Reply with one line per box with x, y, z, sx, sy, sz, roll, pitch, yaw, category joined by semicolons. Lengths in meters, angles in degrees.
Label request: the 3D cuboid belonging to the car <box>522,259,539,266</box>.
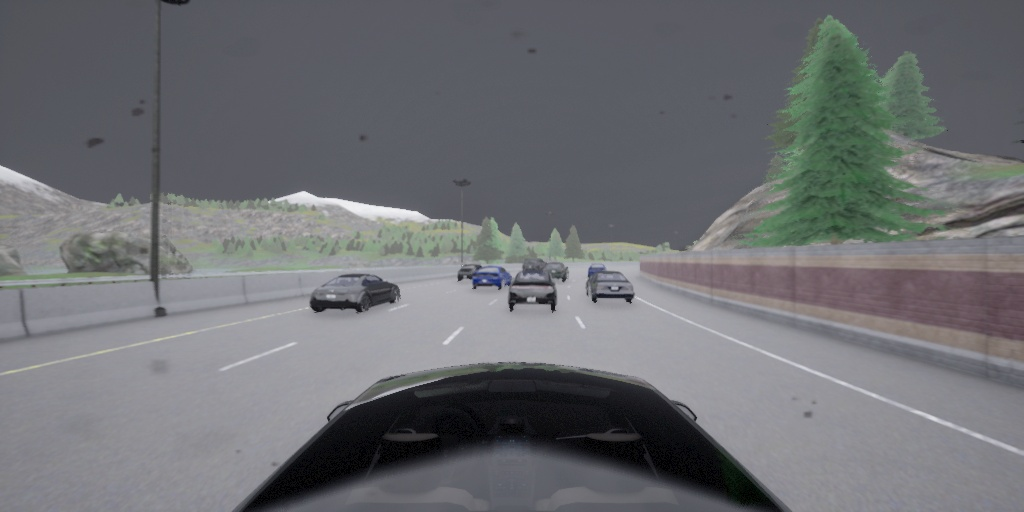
2.697;1.310;41.224;2.150;2.045;5.566;0;0;17;car

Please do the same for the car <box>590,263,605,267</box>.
9.397;1.567;39.208;1.882;1.535;5.008;0;-1;17;car

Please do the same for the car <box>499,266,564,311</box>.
0.931;1.356;15.139;2.128;1.511;4.902;0;0;6;car

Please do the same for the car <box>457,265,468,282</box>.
-3.355;1.496;31.997;1.837;1.490;4.892;0;-1;13;car

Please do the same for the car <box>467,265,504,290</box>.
-1.280;1.413;24.494;1.882;1.535;5.008;0;-1;10;car

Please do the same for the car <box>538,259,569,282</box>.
4.047;1.373;32.874;2.097;1.767;4.553;0;0;13;car

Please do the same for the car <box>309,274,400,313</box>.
-6.155;1.402;14.540;1.994;1.385;4.181;0;0;5;car

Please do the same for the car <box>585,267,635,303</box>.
4.722;1.445;17.810;2.033;1.411;5.357;0;0;7;car
